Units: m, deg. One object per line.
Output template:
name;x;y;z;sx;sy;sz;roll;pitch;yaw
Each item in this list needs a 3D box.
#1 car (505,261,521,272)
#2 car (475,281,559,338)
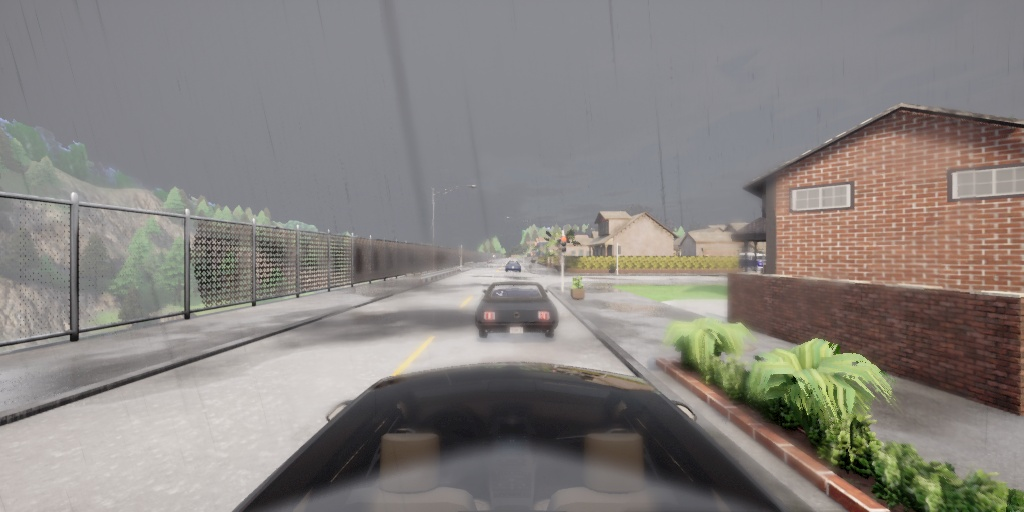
car;0.152;1.314;46.108;1.994;1.385;4.181;0;0;0
car;0.108;1.351;10.145;1.895;1.301;4.718;0;0;0
